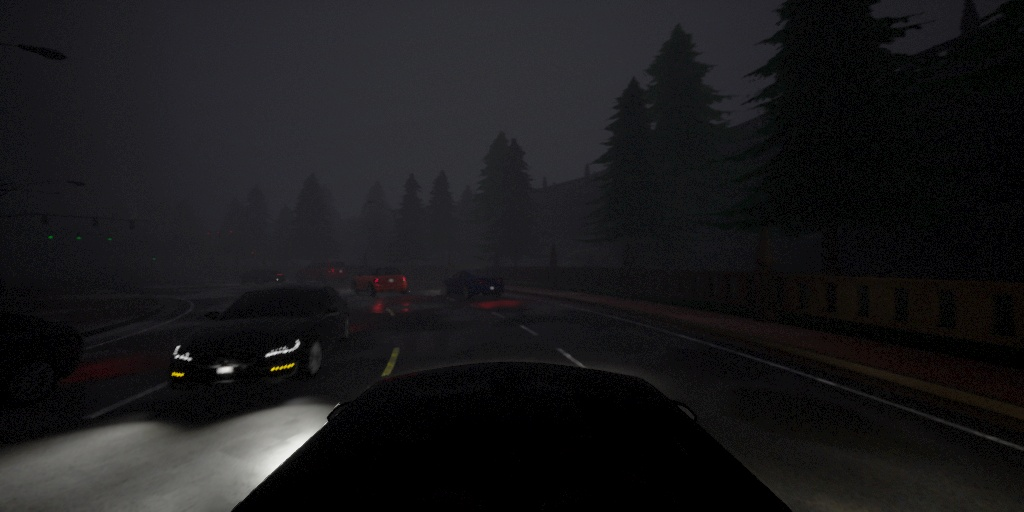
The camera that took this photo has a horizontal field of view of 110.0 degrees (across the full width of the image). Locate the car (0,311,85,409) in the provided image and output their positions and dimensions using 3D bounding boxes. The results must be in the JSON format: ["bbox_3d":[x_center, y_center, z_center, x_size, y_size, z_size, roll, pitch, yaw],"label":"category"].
[{"bbox_3d":[-7.385,1.345,3.514,1.837,1.490,4.892,1,-1,-8],"label":"car"}]

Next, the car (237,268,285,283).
[{"bbox_3d":[-22.429,1.820,32.065,4.892,1.490,1.837,-1,-1,27],"label":"car"}]

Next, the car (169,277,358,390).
[{"bbox_3d":[-4.593,1.364,7.326,1.837,1.490,4.892,1,-1,-15],"label":"car"}]

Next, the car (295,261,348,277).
[{"bbox_3d":[-17.864,1.513,33.718,5.566,2.045,2.150,-1,-1,28],"label":"car"}]

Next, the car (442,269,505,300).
[{"bbox_3d":[-2.251,1.461,19.771,1.882,1.535,5.008,0,-1,-31],"label":"car"}]

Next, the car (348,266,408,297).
[{"bbox_3d":[-8.152,1.417,21.896,2.097,1.767,4.553,0,-1,-39],"label":"car"}]
